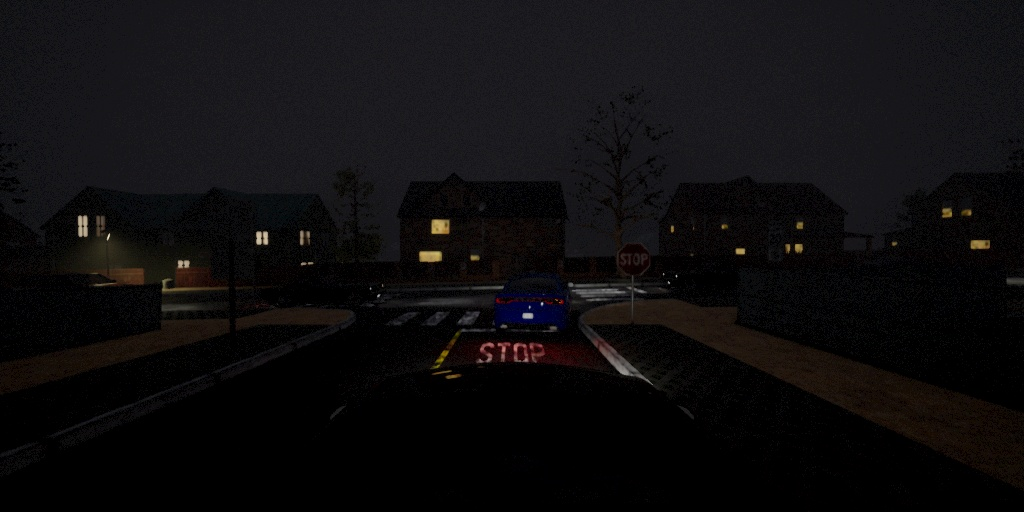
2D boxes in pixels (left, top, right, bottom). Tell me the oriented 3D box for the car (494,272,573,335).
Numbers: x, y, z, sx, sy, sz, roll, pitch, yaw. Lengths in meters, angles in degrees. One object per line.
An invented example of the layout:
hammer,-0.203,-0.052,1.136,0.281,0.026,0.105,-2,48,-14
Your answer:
car,0.783,1.222,10.670,1.882,1.535,5.008,0,0,10

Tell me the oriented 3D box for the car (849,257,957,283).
car,20.154,0.742,18.848,5.357,1.411,2.033,-1,1,0

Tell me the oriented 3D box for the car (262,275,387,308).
car,-8.126,1.506,15.874,4.718,1.301,1.895,-1,1,0

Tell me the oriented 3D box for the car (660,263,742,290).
car,10.405,1.025,18.808,4.718,1.301,1.895,-1,1,-1

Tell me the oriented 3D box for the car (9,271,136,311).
car,-19.175,1.521,15.862,4.553,1.767,2.097,-1,1,0
